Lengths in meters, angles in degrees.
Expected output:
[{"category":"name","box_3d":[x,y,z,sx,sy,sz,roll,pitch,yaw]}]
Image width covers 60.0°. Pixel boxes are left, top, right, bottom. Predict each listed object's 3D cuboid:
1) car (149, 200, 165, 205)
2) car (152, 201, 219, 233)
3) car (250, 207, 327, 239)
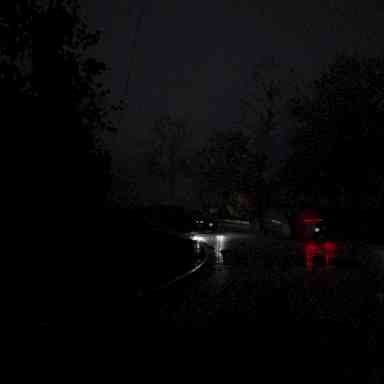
[{"category":"car","box_3d":[-2.877,1.521,31.221,1.882,1.535,5.008,1,0,-24]},{"category":"car","box_3d":[-0.304,1.515,20.018,1.837,1.490,4.892,1,0,-33]},{"category":"car","box_3d":[4.942,1.538,17.778,2.128,1.511,4.902,1,0,-21]}]
